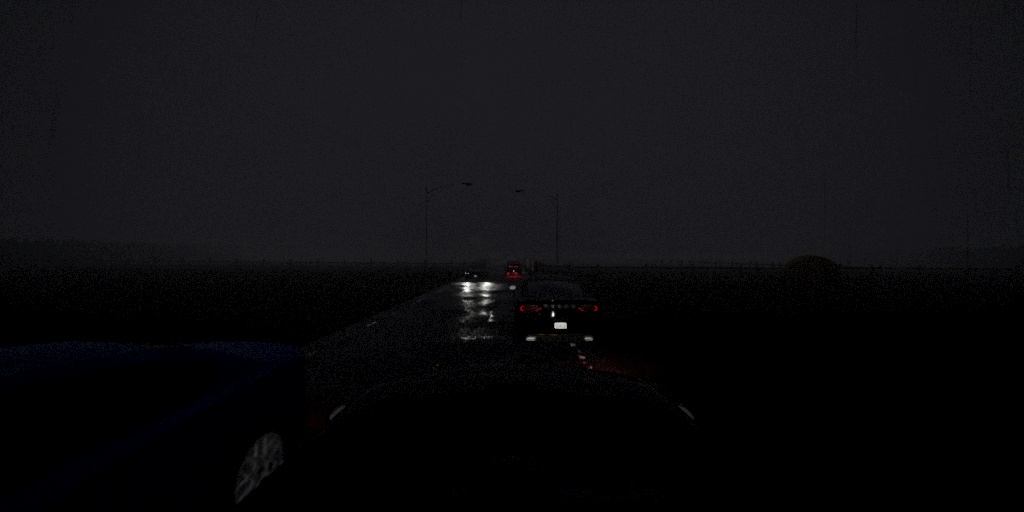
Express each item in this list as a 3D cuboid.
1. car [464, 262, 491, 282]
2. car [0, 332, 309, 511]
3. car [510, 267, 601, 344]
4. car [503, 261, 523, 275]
[{"bbox_3d":[-2.746,1.252,29.221,1.837,1.490,4.892,0,0,0],"label":"car"},{"bbox_3d":[-2.850,1.227,1.311,1.882,1.535,5.008,0,0,0],"label":"car"},{"bbox_3d":[0.963,1.228,9.580,1.882,1.535,5.008,0,0,0],"label":"car"},{"bbox_3d":[0.103,1.250,38.748,1.837,1.490,4.892,0,0,-2],"label":"car"}]
